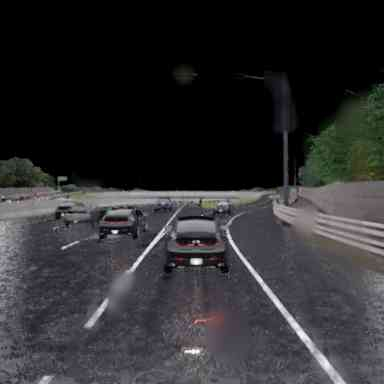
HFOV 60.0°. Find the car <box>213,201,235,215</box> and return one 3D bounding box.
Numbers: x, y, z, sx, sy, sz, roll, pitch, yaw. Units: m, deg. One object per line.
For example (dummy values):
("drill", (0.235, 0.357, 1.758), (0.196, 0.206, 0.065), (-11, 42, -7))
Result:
("car", (3.369, 1.647, 34.755), (1.812, 1.442, 4.674), (0, -1, 14))

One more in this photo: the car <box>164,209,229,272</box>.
("car", (0.141, 1.537, 10.937), (1.837, 1.490, 4.892), (0, 0, 1))

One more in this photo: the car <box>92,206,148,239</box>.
("car", (-3.508, 1.558, 17.561), (1.837, 1.490, 4.892), (0, 0, 0))

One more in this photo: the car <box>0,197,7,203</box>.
("car", (-40.626, 1.806, 70.337), (2.128, 1.511, 4.902), (1, 0, -17))

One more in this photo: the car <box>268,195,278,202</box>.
("car", (20.516, 1.805, 84.449), (1.895, 1.301, 4.718), (-1, 1, 17))

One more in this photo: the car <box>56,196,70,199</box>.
("car", (-28.034, 1.810, 72.140), (2.150, 2.045, 5.566), (0, -1, 0))

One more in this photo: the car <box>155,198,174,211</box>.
("car", (-3.519, 1.523, 42.773), (2.097, 1.767, 4.553), (0, -1, 0))

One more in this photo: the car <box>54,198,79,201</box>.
("car", (-10.414, 1.593, 29.249), (1.837, 1.490, 4.892), (0, 0, 0))

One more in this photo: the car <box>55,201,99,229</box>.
("car", (-6.910, 1.558, 22.194), (2.128, 1.511, 4.902), (0, 0, 0))
